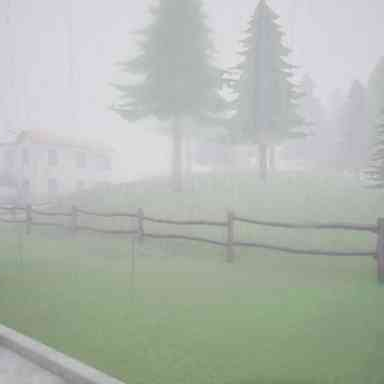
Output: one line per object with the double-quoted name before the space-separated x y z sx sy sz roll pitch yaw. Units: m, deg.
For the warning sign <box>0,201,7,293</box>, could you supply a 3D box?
"warning sign" -4.606 1.115 6.602 1.060 1.860 1.300 0 0 36
